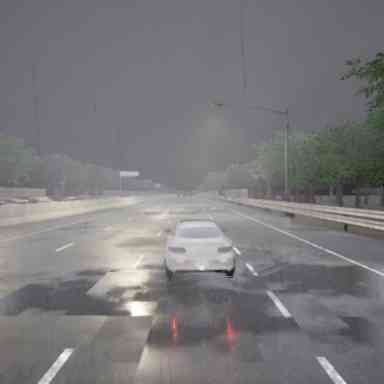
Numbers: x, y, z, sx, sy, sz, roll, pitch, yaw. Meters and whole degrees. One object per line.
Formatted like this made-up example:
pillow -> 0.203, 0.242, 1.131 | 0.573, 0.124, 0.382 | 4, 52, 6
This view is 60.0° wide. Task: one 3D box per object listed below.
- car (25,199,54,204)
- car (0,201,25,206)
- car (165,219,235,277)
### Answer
car -> -17.663, 1.634, 39.922 | 1.812, 1.442, 4.674 | 0, 0, 0
car -> -21.164, 1.710, 40.163 | 1.895, 1.301, 4.718 | 0, 0, 0
car -> 0.161, 1.564, 10.191 | 1.812, 1.442, 4.674 | 0, -1, -2
